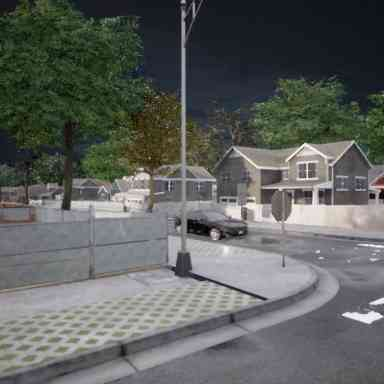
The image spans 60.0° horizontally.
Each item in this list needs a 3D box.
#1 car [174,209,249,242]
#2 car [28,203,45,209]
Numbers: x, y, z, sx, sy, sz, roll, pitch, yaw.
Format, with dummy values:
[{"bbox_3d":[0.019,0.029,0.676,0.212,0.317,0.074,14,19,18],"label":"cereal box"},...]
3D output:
[{"bbox_3d":[0.921,1.733,18.226,1.882,1.535,5.008,0,-1,-36],"label":"car"},{"bbox_3d":[-25.694,2.487,54.761,2.033,1.411,5.357,0,-1,-36],"label":"car"}]
